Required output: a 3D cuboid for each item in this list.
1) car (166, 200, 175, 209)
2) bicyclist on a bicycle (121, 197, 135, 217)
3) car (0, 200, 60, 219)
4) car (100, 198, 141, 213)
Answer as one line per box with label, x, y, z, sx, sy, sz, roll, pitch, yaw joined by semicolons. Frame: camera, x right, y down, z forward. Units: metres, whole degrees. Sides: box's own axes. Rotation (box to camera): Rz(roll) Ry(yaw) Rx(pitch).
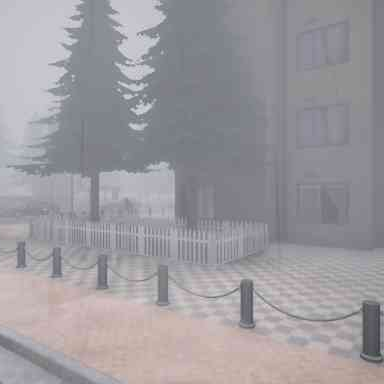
car;-1.530;1.510;45.270;1.812;1.442;4.674;0;0;37
bicyclist on a bicycle;-5.388;1.285;27.873;1.656;1.620;0.582;0;0;37
car;-13.994;1.476;28.913;2.128;1.511;4.902;0;0;37
car;-7.871;1.462;36.968;1.882;1.535;5.008;0;0;37
